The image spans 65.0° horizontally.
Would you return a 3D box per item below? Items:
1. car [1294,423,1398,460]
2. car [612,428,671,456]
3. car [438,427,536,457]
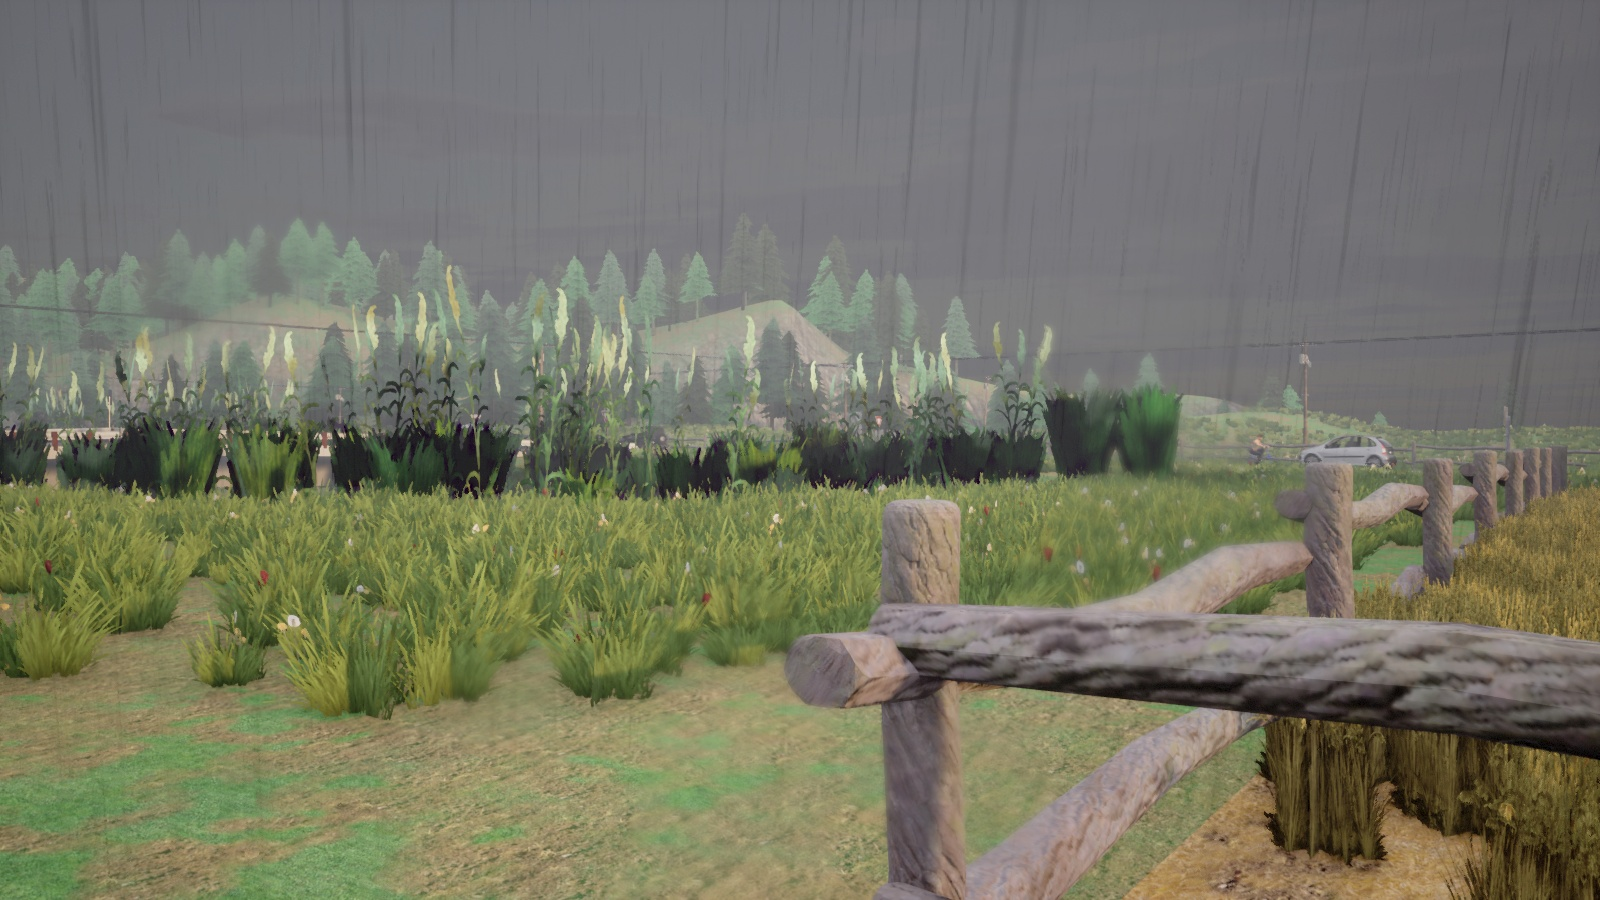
[{"bbox_3d":[24.948,-0.380,57.428,3.988,1.617,1.851,0,1,39],"label":"car"},{"bbox_3d":[-10.972,-0.561,87.050,3.866,1.878,1.905,0,1,40],"label":"car"},{"bbox_3d":[-17.201,-0.409,69.255,1.882,1.535,5.008,0,-1,41],"label":"car"}]
